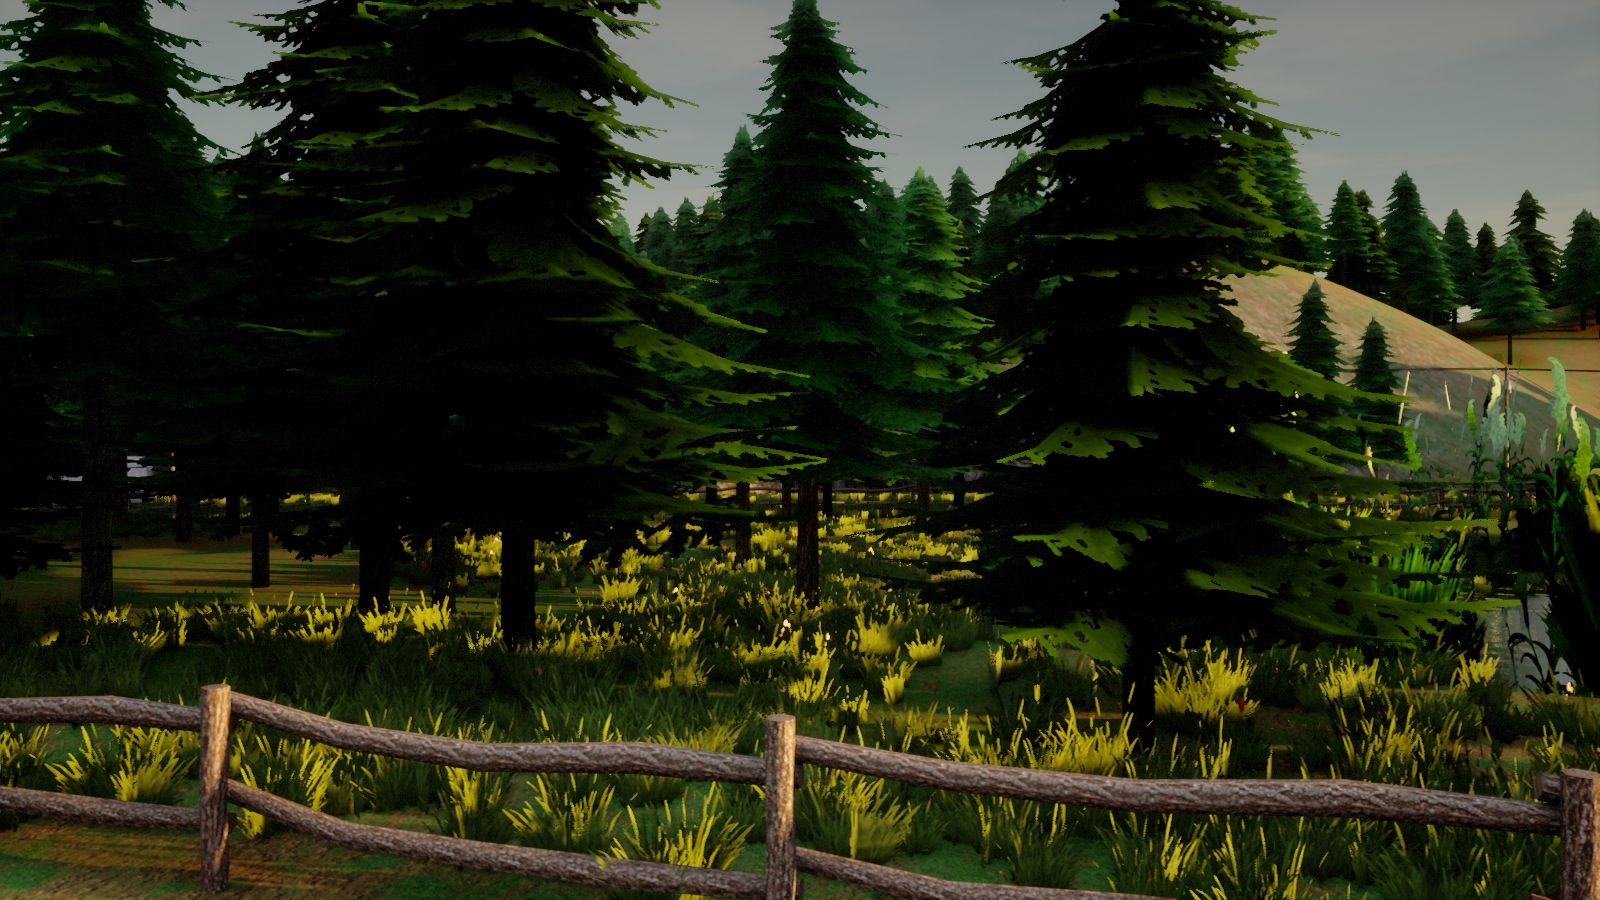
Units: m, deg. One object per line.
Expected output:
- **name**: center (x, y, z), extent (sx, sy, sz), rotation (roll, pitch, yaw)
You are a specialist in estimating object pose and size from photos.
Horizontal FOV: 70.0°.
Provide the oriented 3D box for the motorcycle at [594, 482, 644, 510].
- **motorcycle**: center (-8.573, 2.178, 54.111), extent (2.209, 1.251, 0.867), rotation (0, 0, 14)
